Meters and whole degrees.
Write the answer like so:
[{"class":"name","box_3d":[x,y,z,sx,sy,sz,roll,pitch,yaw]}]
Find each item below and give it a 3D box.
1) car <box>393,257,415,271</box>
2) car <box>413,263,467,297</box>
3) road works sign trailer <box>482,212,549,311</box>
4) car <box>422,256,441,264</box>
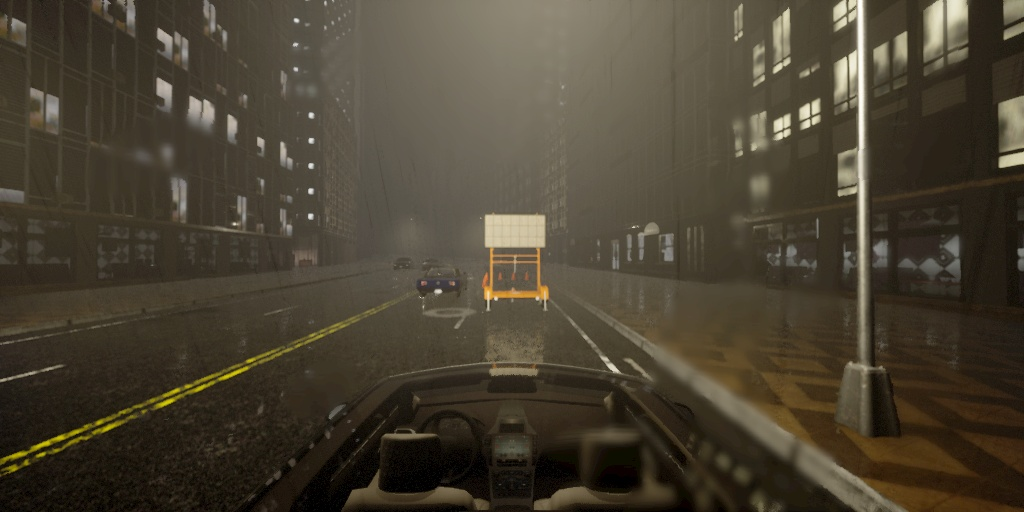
[{"class":"car","box_3d":[-12.072,0.876,40.170,1.837,1.490,4.892,0,1,-8]},{"class":"car","box_3d":[-3.274,1.200,17.701,1.895,1.301,4.718,0,1,-2]},{"class":"road works sign trailer","box_3d":[0.110,0.103,13.929,2.380,3.560,2.880,0,0,-3]},{"class":"car","box_3d":[-8.534,0.945,38.487,2.033,1.411,5.357,0,1,-8]}]
